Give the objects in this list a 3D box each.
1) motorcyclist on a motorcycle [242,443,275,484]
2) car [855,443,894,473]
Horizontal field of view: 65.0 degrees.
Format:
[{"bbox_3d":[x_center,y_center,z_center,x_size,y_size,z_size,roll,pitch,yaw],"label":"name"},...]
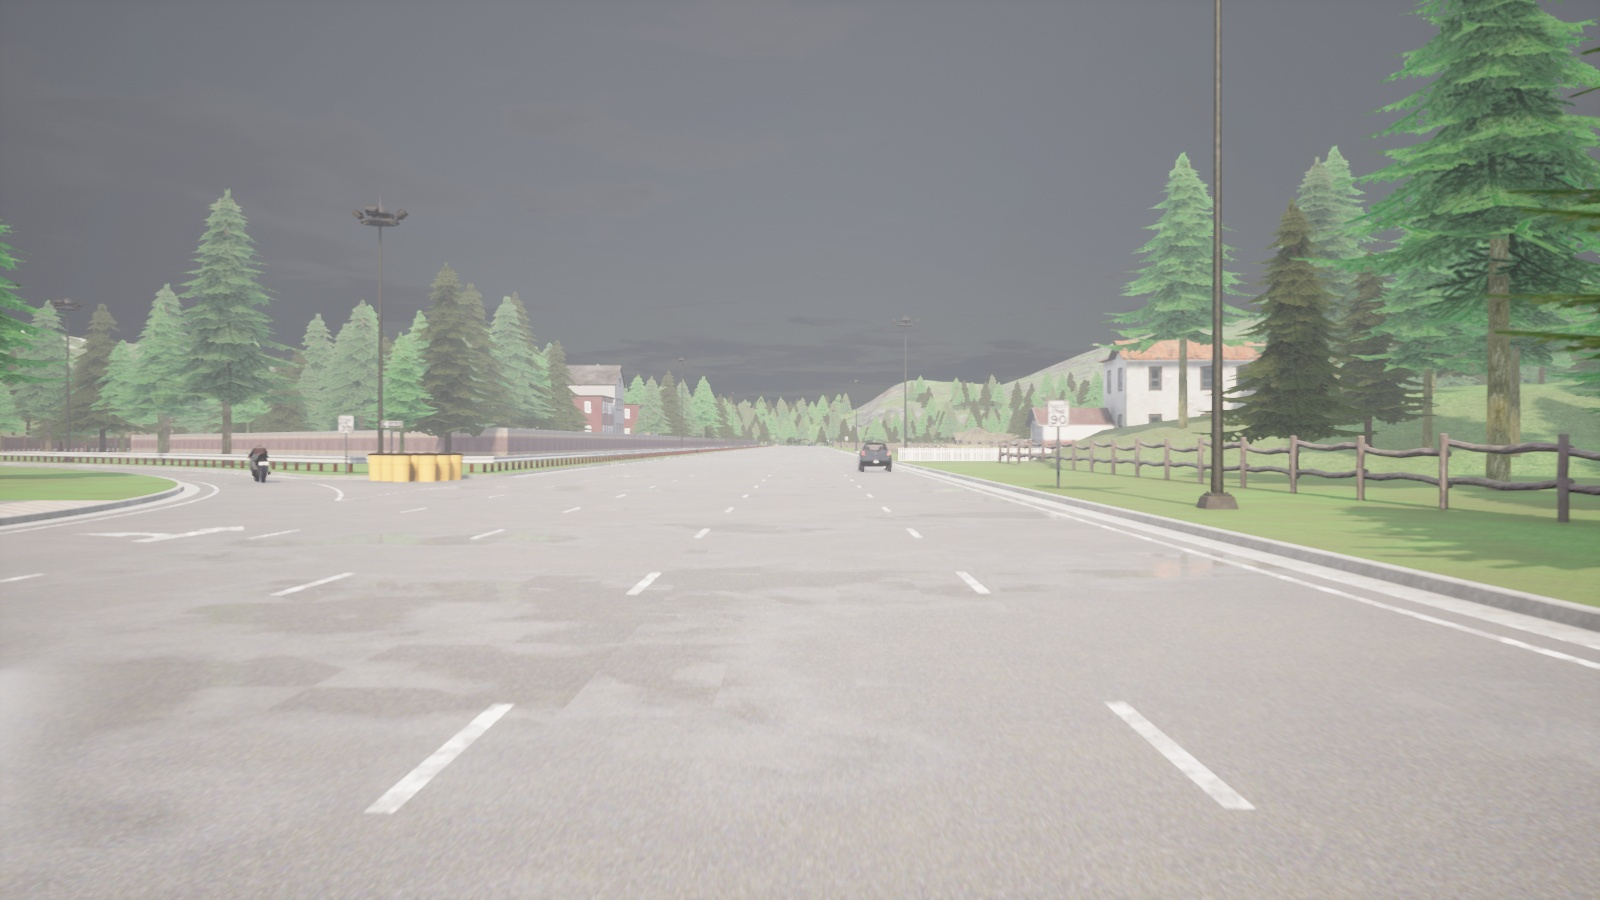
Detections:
[{"bbox_3d":[-20.682,0.495,47.938,0.866,1.530,2.191,0,0,-32],"label":"motorcyclist on a motorcycle"},{"bbox_3d":[3.898,0.391,66.197,1.845,1.501,3.633,0,0,0],"label":"car"}]
